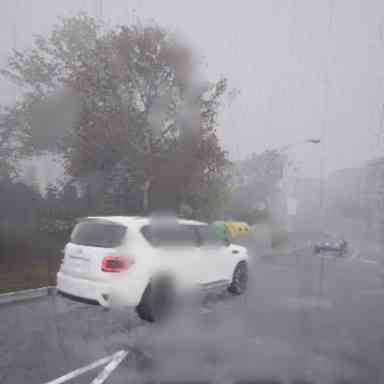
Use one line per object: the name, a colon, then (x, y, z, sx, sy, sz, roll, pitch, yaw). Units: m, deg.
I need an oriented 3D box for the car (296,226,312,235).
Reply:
car: (18.993, 6.390, 55.953, 1.994, 1.385, 4.181, 0, -3, 3)

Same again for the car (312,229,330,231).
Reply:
car: (17.449, 5.548, 43.306, 2.033, 1.411, 5.357, 0, -4, 12)

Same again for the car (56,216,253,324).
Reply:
car: (-0.517, 1.673, 8.320, 2.150, 2.045, 5.566, -1, -6, 37)

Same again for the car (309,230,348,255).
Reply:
car: (10.237, 3.765, 24.400, 2.033, 1.411, 5.357, 0, -5, 29)
